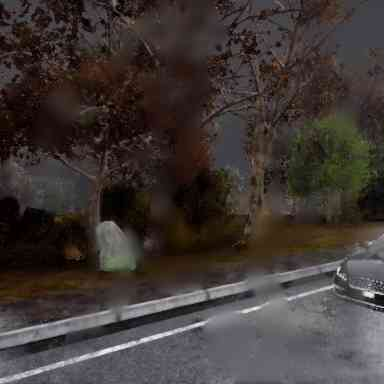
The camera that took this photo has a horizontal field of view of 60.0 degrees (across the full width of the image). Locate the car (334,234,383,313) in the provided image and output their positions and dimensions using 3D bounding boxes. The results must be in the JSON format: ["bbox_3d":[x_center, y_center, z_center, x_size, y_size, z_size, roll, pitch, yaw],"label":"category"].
[{"bbox_3d":[5.014,1.518,7.134,4.892,1.490,1.837,0,0,-35],"label":"car"}]
